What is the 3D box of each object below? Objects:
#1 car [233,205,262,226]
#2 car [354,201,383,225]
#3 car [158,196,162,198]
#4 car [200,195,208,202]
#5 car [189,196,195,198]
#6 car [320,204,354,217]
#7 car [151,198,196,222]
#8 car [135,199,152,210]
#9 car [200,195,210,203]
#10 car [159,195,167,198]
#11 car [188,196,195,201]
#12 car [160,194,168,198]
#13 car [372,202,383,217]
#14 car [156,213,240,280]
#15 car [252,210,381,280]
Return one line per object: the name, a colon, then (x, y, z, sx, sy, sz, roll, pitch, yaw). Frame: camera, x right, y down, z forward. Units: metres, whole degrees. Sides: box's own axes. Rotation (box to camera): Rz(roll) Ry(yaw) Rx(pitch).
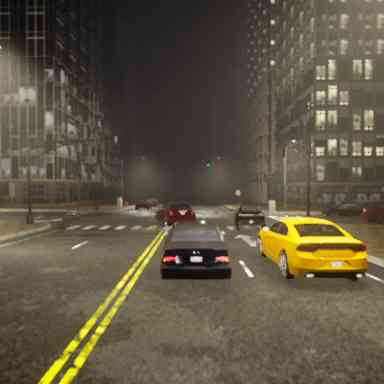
car: (3.771, 1.616, 21.931, 2.128, 1.511, 4.902, -1, -1, 7)
car: (16.167, 1.649, 26.523, 5.009, 1.841, 2.192, 0, 0, 1)
car: (-6.645, 1.827, 55.481, 1.895, 1.301, 4.718, 0, 0, 0)
car: (3.138, 1.693, 88.067, 2.097, 1.767, 4.553, 0, 0, 0)
car: (-0.099, 1.848, 77.674, 1.994, 1.385, 4.181, 0, 0, 0)
car: (15.073, 1.859, 32.327, 4.718, 1.301, 1.895, 0, 1, 1)
car: (-1.367, 1.530, 25.111, 2.097, 1.767, 4.553, 0, -1, -19)
car: (-6.659, 1.793, 46.308, 1.895, 1.301, 4.718, 0, 0, 0)
car: (3.150, 1.807, 78.265, 1.837, 1.490, 4.892, 0, 0, 0)
car: (-6.602, 1.826, 65.486, 1.994, 1.385, 4.181, 0, 0, 0)
car: (-0.112, 1.722, 87.711, 1.994, 1.385, 4.181, 0, 0, 0)
car: (-6.598, 1.525, 76.237, 2.150, 2.045, 5.566, 0, 0, 0)
car: (21.765, 1.812, 34.816, 4.829, 1.417, 1.752, 0, 0, 1)
car: (0.087, 1.592, 10.076, 2.033, 1.411, 5.357, 0, 0, 0)
car: (3.337, 1.522, 10.150, 1.882, 1.535, 5.008, 0, 0, 0)
